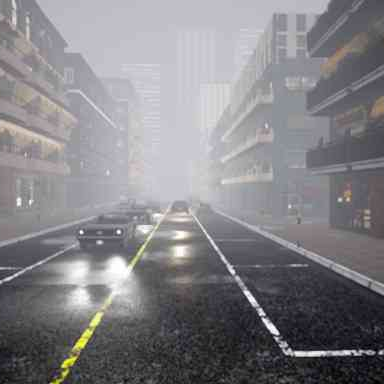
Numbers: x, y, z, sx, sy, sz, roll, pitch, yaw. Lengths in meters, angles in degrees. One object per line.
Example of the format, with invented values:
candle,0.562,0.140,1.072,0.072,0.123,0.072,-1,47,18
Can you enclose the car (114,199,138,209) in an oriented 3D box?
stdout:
car,-7.048,1.701,34.751,1.802,1.307,4.206,-1,0,-2

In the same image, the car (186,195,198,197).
car,0.369,1.509,57.455,2.192,1.841,5.009,-1,0,-2

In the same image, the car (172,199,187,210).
car,-1.790,1.723,47.085,1.994,1.385,4.181,0,0,-2

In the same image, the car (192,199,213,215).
car,1.293,1.700,35.065,1.802,1.307,4.206,-1,0,-2

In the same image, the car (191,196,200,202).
car,0.825,1.682,46.430,1.752,1.417,4.829,-1,0,-2

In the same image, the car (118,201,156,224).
car,-4.088,1.651,25.478,1.994,1.385,4.181,0,0,-2

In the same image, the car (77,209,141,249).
car,-3.672,1.653,15.103,1.895,1.301,4.718,0,0,-2

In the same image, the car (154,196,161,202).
car,-9.382,1.894,90.722,1.802,1.307,4.206,-1,0,-2

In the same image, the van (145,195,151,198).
van,-7.742,1.517,51.543,1.690,1.788,3.998,-1,0,-2

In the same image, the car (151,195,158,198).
car,-8.225,1.529,62.737,2.192,1.841,5.009,-1,0,-2

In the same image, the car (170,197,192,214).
car,-1.346,1.601,36.657,1.882,1.535,5.008,0,0,-2

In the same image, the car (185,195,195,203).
car,-0.551,1.586,79.844,2.192,1.841,5.009,-1,0,-2

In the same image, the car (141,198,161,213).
car,-4.681,1.735,39.619,1.895,1.301,4.718,0,0,-2

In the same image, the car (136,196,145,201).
car,-7.280,1.578,40.348,1.967,1.590,4.097,-1,0,-2

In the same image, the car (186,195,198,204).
car,-0.091,1.548,68.650,2.192,1.841,5.009,-1,0,-2
